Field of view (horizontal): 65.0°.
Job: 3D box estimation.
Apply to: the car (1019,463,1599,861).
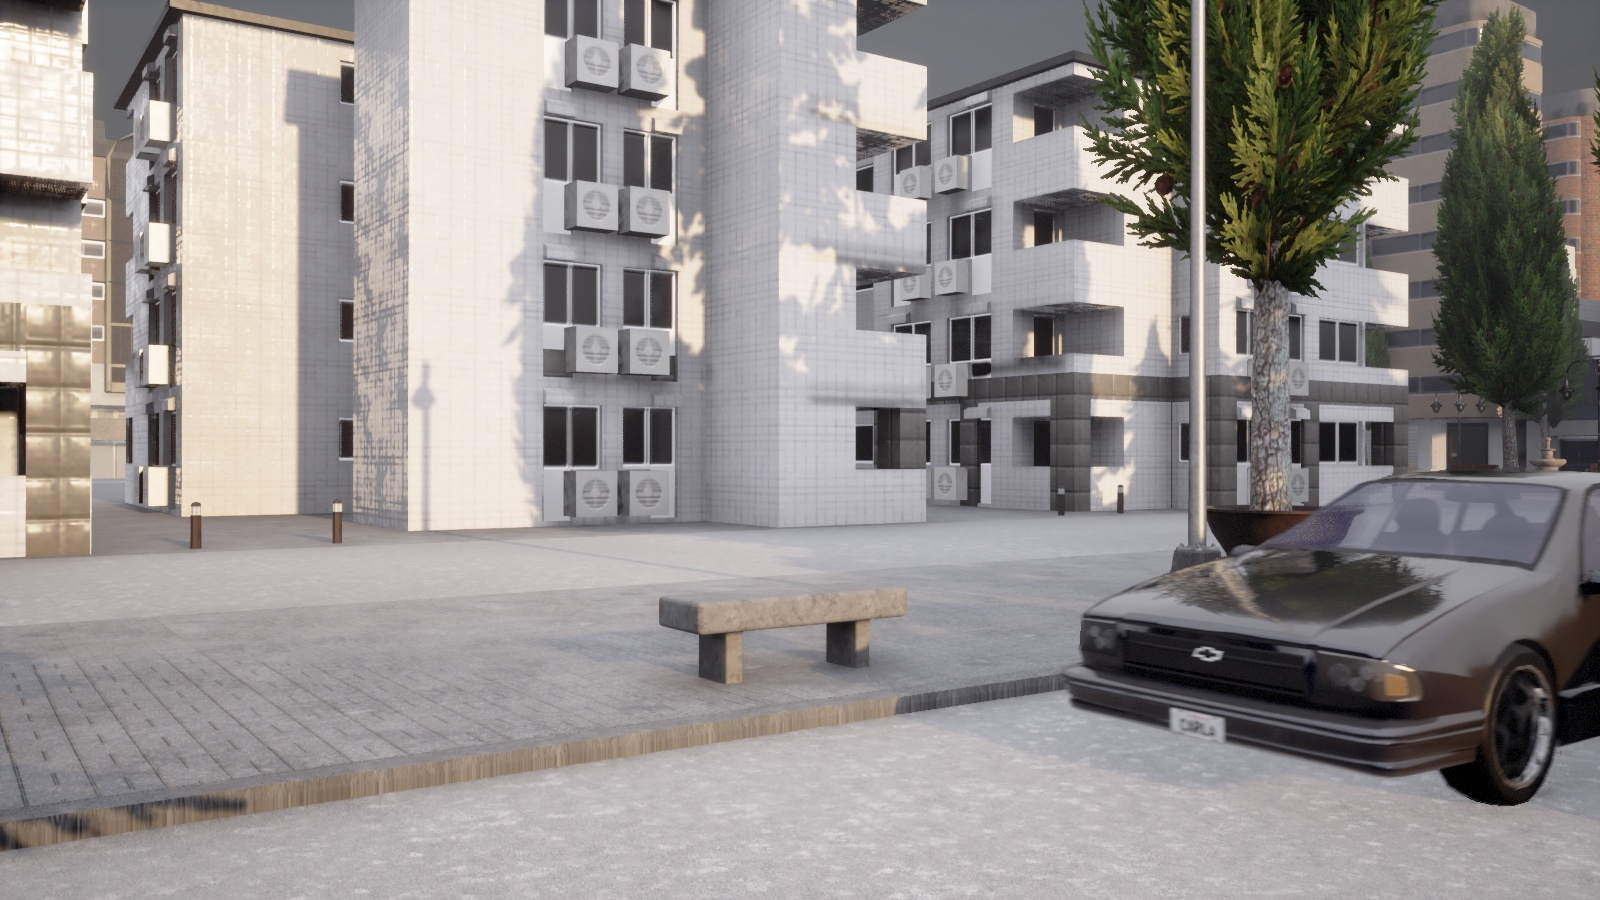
[{"bbox_3d":[3.874,0.801,6.967,5.357,1.411,2.033,0,0,-35],"label":"car"}]
